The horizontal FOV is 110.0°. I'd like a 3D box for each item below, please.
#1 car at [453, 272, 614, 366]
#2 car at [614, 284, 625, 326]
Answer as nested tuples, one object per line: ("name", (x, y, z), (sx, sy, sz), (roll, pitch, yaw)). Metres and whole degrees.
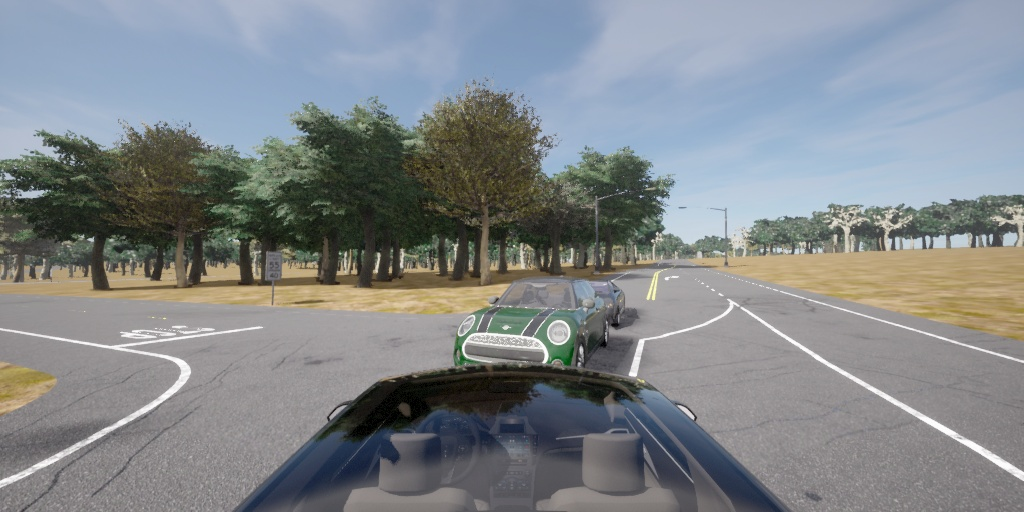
("car", (0.686, 1.222, 7.422), (2.097, 1.767, 4.553), (-1, -2, 22))
("car", (2.913, 1.554, 12.854), (1.994, 1.385, 4.181), (-2, 0, 22))
